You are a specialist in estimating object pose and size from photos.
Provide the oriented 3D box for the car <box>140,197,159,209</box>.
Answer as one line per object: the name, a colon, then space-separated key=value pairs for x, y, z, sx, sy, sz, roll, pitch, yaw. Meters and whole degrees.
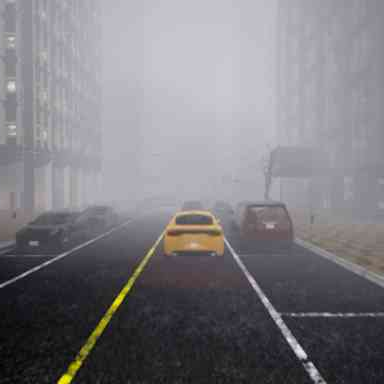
car: x=-5.679 y=1.420 z=42.816 sx=1.802 sy=1.307 sz=4.206 roll=-1 pitch=0 yaw=0

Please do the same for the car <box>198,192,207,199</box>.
car: x=2.655 y=0.945 z=88.151 sx=2.192 sy=1.841 sz=5.009 roll=-1 pitch=0 yaw=0

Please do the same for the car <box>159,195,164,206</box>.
car: x=-5.680 y=1.381 z=48.489 sx=1.947 sy=1.339 sz=4.313 roll=-1 pitch=0 yaw=0

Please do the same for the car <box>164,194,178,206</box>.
car: x=-3.092 y=1.415 z=48.824 sx=1.895 sy=1.301 sz=4.718 roll=0 pitch=0 yaw=0

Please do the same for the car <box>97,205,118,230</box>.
car: x=-5.675 y=1.492 z=20.121 sx=1.947 sy=1.339 sz=4.313 roll=-1 pitch=0 yaw=0

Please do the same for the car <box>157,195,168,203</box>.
car: x=-5.702 y=1.264 z=65.342 sx=1.752 sy=1.417 sz=4.829 roll=-1 pitch=0 yaw=0

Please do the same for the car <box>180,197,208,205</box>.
car: x=0.065 y=1.406 z=27.222 sx=1.837 sy=1.490 sz=4.892 roll=0 pitch=1 yaw=0

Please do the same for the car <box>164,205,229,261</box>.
car: x=0.068 y=1.435 z=12.184 sx=1.882 sy=1.535 sz=5.008 roll=0 pitch=-1 yaw=0

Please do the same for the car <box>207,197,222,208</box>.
car: x=2.671 y=1.449 z=31.408 sx=1.947 sy=1.339 sz=4.313 roll=-1 pitch=0 yaw=0

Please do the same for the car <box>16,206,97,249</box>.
car: x=-5.843 y=1.514 z=14.447 sx=1.947 sy=1.339 sz=4.313 roll=-1 pitch=0 yaw=0

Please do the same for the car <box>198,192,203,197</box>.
car: x=2.335 y=1.221 z=74.585 sx=1.812 sy=1.442 sz=4.674 roll=0 pitch=0 yaw=0

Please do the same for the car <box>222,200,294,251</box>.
car: x=2.709 y=1.266 z=13.898 sx=2.192 sy=1.841 sz=5.009 roll=-1 pitch=0 yaw=0

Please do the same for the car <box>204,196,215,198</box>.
car: x=2.670 y=1.412 z=37.082 sx=2.008 sy=1.369 sz=4.403 roll=-1 pitch=0 yaw=0

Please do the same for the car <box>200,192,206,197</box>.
car: x=2.665 y=1.256 z=48.431 sx=1.967 sy=1.590 sz=4.097 roll=-1 pitch=0 yaw=0

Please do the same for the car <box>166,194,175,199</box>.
car: x=-5.722 y=1.180 z=88.208 sx=2.008 sy=1.369 sz=4.403 roll=-1 pitch=0 yaw=0
